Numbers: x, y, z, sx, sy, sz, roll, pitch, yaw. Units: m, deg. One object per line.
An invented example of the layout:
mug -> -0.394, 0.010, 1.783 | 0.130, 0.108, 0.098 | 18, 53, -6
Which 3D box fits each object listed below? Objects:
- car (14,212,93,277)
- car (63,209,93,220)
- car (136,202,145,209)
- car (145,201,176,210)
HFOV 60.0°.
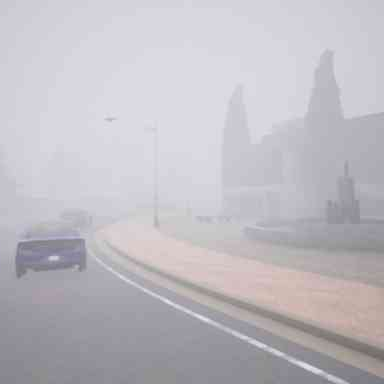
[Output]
car -> -4.792, 1.660, 11.148 | 1.882, 1.535, 5.008 | 0, -1, -26
car -> -8.730, 1.957, 24.718 | 1.994, 1.385, 4.181 | 0, -1, -5
car -> -7.756, 2.428, 60.967 | 2.033, 1.411, 5.357 | -1, -1, 40
car -> -5.117, 2.380, 58.601 | 2.033, 1.411, 5.357 | -1, -1, 41
